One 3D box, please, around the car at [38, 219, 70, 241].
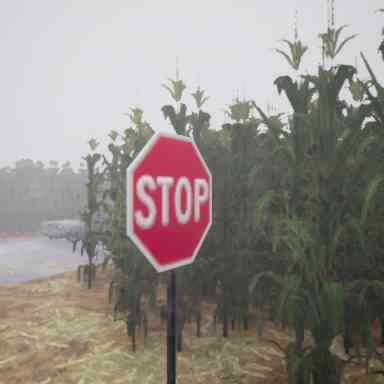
[{"bbox_3d":[-4.838,1.552,16.158,1.895,1.301,4.718,0,0,37],"label":"car"}]
